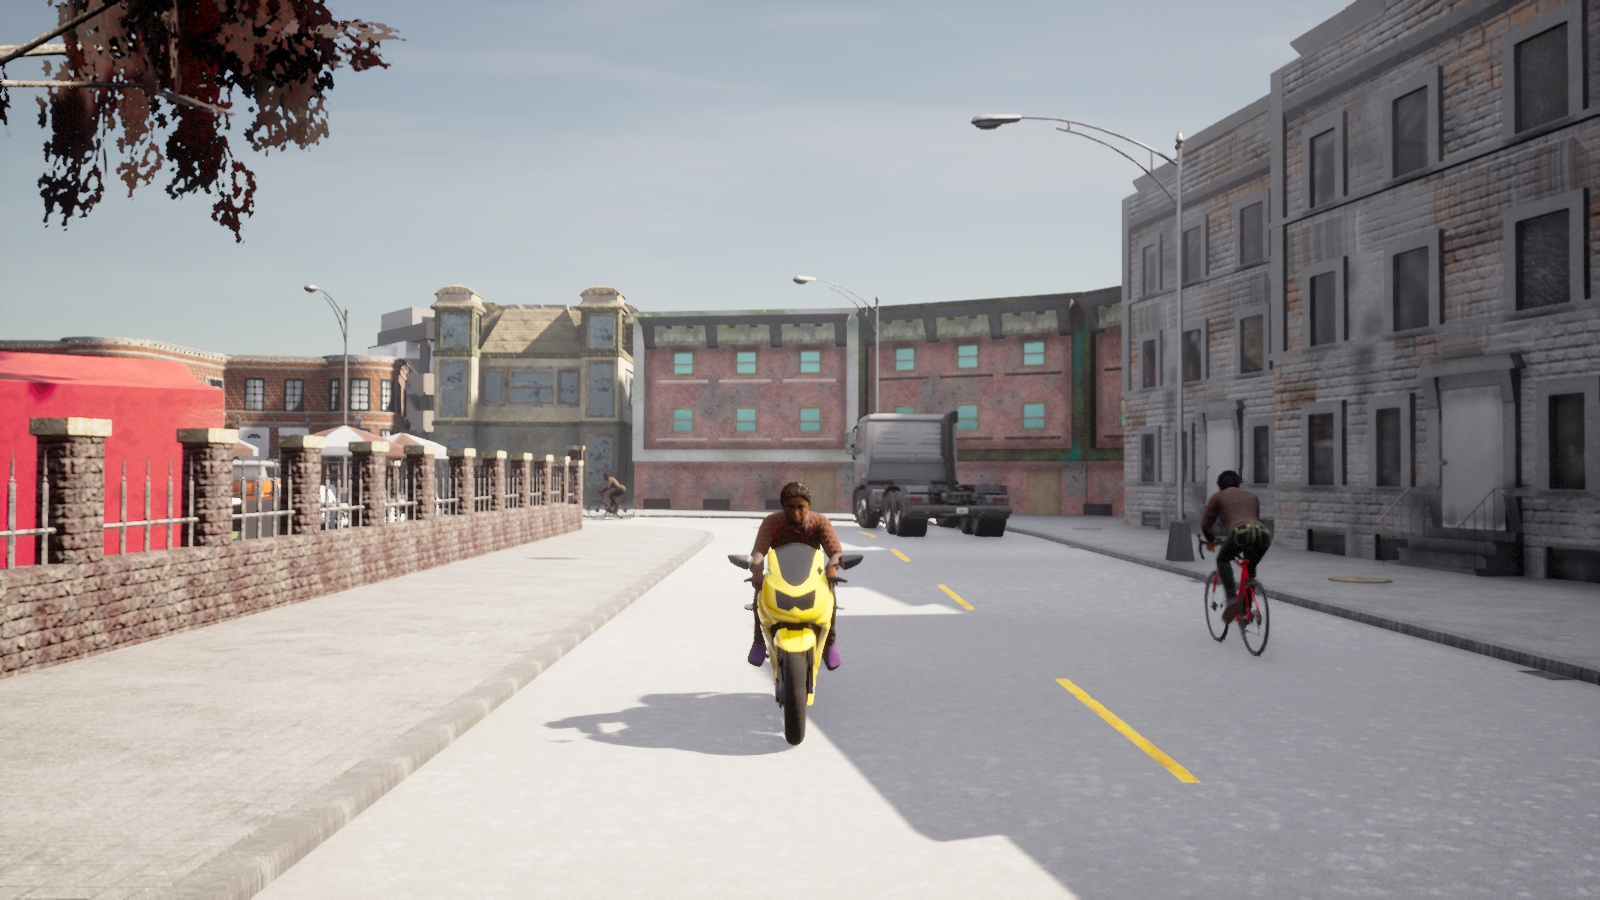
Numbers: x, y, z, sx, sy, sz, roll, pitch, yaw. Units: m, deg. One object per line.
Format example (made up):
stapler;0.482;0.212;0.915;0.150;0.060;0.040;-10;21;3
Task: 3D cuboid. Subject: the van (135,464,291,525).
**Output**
van;-19.921;1.500;42.738;4.442;1.987;1.775;0;-1;0

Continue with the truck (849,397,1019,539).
truck;3.463;0.517;34.862;2.891;3.462;7.936;0;-1;-8

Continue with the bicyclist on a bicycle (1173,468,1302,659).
bicyclist on a bicycle;3.969;0.986;11.528;0.582;1.620;1.656;0;-1;0

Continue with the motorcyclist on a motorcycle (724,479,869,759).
motorcyclist on a motorcycle;-0.021;0.960;7.980;0.797;1.523;2.044;0;-1;0

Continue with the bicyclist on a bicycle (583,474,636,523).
bicyclist on a bicycle;-6.441;1.642;42.459;1.656;1.620;0.582;-1;0;7
